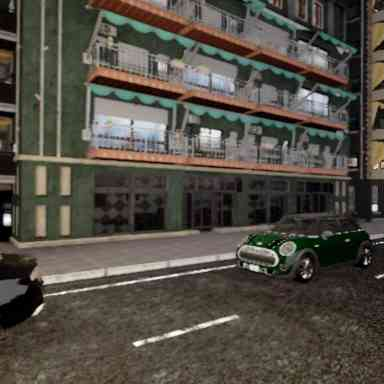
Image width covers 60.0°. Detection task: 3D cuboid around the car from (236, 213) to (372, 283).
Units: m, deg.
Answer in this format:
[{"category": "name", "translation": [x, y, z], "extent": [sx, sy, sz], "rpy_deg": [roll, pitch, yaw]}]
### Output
[{"category": "car", "translation": [3.490, 1.459, 10.157], "extent": [4.553, 1.767, 2.097], "rpy_deg": [1, -1, -36]}]

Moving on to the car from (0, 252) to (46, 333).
[{"category": "car", "translation": [-4.604, 1.477, 4.393], "extent": [4.902, 1.511, 2.128], "rpy_deg": [1, -1, -35]}]
